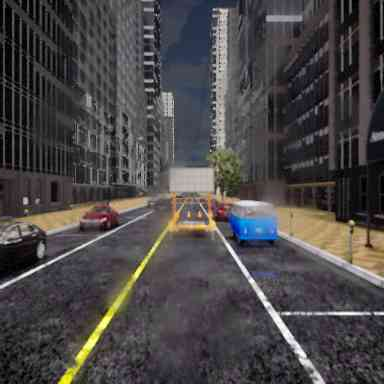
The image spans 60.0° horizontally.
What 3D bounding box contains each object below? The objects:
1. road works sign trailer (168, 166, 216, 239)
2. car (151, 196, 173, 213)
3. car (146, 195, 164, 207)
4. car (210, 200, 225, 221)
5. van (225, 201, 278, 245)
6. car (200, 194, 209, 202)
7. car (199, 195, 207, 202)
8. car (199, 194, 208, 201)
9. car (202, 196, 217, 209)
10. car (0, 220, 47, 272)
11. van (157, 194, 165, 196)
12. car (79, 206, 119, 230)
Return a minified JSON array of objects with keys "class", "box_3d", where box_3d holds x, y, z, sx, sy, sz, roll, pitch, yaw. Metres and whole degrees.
[{"class":"road works sign trailer","box_3d":[-0.003,0.449,17.237,2.380,3.560,2.880,0,0,0]},{"class":"car","box_3d":[-3.100,1.473,37.181,1.837,1.490,4.892,0,0,0]},{"class":"car","box_3d":[-5.699,1.504,49.376,2.008,1.369,4.403,0,0,0]},{"class":"car","box_3d":[2.685,1.559,26.604,1.802,1.307,4.206,0,0,0]},{"class":"van","box_3d":[2.687,1.328,15.220,1.690,1.788,3.998,0,0,0]},{"class":"car","box_3d":[2.679,1.347,72.144,1.967,1.590,4.097,0,0,0]},{"class":"car","box_3d":[2.681,1.496,55.066,2.008,1.369,4.403,0,0,0]},{"class":"car","box_3d":[2.678,1.333,77.836,1.967,1.590,4.097,0,0,0]},{"class":"car","box_3d":[2.683,1.543,43.681,1.802,1.307,4.206,0,0,0]},{"class":"car","box_3d":[-5.693,1.543,9.528,2.008,1.369,4.403,0,0,0]},{"class":"van","box_3d":[-5.700,1.275,60.761,1.690,1.788,3.998,0,0,0]},{"class":"car","box_3d":[-5.695,1.563,20.913,1.802,1.307,4.206,0,0,0]}]
